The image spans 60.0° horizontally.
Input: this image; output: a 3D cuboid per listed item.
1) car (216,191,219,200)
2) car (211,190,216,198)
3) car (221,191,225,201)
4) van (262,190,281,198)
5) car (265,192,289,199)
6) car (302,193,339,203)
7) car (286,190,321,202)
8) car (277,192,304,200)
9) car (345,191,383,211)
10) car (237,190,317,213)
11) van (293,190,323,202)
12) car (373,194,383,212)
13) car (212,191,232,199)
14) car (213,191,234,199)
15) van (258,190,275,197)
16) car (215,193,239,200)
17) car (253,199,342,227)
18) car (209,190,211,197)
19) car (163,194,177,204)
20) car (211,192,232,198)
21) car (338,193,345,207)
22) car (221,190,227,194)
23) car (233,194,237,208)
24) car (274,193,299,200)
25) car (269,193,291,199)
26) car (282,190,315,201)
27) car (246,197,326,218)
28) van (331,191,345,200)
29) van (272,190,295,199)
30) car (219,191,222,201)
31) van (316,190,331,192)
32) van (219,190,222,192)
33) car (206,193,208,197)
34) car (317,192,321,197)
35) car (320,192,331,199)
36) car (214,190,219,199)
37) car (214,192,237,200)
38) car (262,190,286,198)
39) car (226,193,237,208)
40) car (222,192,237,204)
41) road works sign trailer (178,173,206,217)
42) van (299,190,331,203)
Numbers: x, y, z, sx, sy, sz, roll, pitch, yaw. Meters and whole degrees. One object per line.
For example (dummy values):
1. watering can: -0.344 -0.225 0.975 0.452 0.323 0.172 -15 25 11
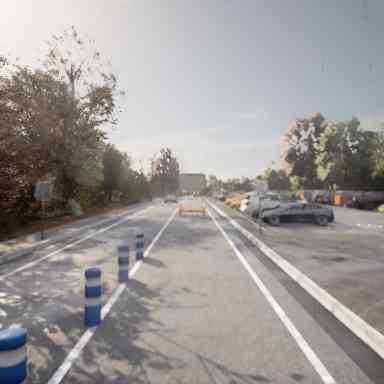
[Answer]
1. car: 7.084 0.980 57.912 4.792 1.488 2.163 0 0 0
2. car: 6.999 0.892 66.241 5.366 1.575 1.946 0 0 0
3. car: 7.012 1.035 46.807 4.892 1.521 2.231 0 1 0
4. van: 20.547 0.532 85.544 4.442 1.987 1.878 0 0 0
5. car: 20.376 0.796 79.882 5.008 1.535 2.097 0 0 1
6. car: 20.150 0.981 52.181 5.008 1.535 2.097 0 0 1
7. car: 20.188 0.674 60.489 5.566 2.045 2.435 0 0 0
8. car: 20.282 0.870 68.801 5.008 1.535 2.097 0 0 1
9. car: 20.031 0.926 35.567 5.566 2.045 2.435 0 1 0
10. car: 6.880 1.061 27.383 5.566 2.045 2.435 0 1 0
11. van: 20.075 0.718 57.720 4.442 1.987 1.878 0 0 1
12. car: 19.769 1.260 30.034 5.366 1.575 1.946 0 1 1
13. car: 7.272 0.676 80.119 4.553 1.767 2.185 0 0 0
14. car: 7.249 0.695 77.343 4.553 1.767 2.185 0 0 0
15. van: 20.361 0.495 91.094 4.442 1.987 1.878 0 0 0
16. car: 7.215 0.877 69.015 4.892 1.521 2.231 0 0 0
17. car: 6.775 1.427 21.837 4.792 1.488 2.163 0 1 0
18. car: 7.071 0.836 74.569 5.366 1.575 1.946 0 0 0
19. car: -3.247 1.046 51.000 1.812 1.442 4.674 0 1 1
20. car: 7.322 0.783 82.896 5.008 1.535 2.097 0 0 0
21. car: 19.998 1.165 38.341 4.792 1.488 2.163 0 1 0
22. car: 7.073 0.883 49.585 4.553 1.767 2.185 0 1 0
23. car: 6.906 1.228 32.939 4.892 1.521 2.231 0 1 0
24. car: 20.315 0.891 71.696 4.674 1.452 2.002 0 0 0
25. car: 20.356 0.854 77.111 4.674 1.452 2.002 0 0 0
26. car: 20.211 0.656 63.259 5.566 2.045 2.435 0 0 0
27. car: 6.833 1.355 24.612 5.008 1.535 2.097 0 1 0
28. van: 20.167 0.867 41.230 4.442 1.987 1.878 0 1 0
29. van: 20.452 0.606 74.464 4.442 1.987 1.878 0 0 0
30. car: 7.095 1.017 52.359 4.792 1.488 2.163 0 0 1
31. van: 20.012 0.777 49.394 4.442 1.987 1.878 0 1 0
32. van: 7.206 0.743 55.133 4.442 1.987 1.878 0 0 0
33. car: 7.427 0.476 91.222 5.566 2.045 2.435 0 0 0
34. car: 20.126 1.056 46.644 4.792 1.488 2.163 0 1 1
35. car: 20.103 1.086 44.005 4.792 1.488 2.163 0 1 1
36. car: 7.132 0.943 63.464 4.792 1.488 2.163 0 0 0
37. car: 7.226 0.859 71.792 4.892 1.521 2.231 0 0 0
38. car: 20.378 0.525 82.775 5.566 2.045 2.435 0 0 0
39. car: 6.738 1.181 35.716 5.366 1.575 1.946 0 1 0
40. car: 6.786 1.096 41.389 5.366 1.575 1.946 0 1 0
41. road works sign trailer: -0.010 0.201 28.298 2.380 3.560 2.880 0 1 -1
42. van: 20.285 0.737 54.948 4.442 1.987 1.878 0 0 1
